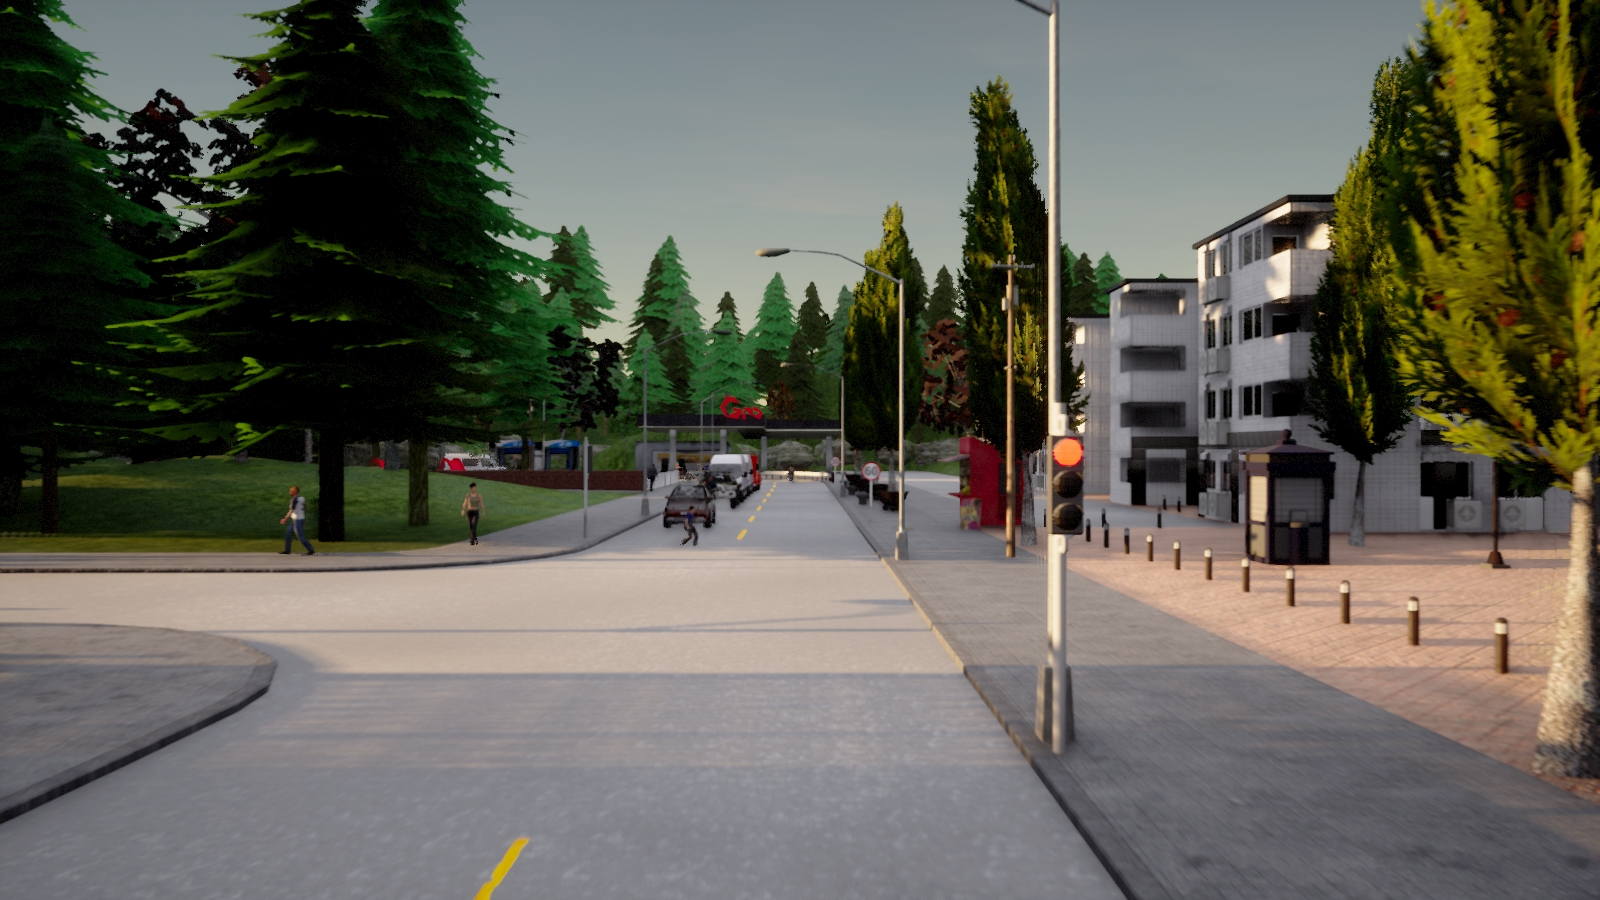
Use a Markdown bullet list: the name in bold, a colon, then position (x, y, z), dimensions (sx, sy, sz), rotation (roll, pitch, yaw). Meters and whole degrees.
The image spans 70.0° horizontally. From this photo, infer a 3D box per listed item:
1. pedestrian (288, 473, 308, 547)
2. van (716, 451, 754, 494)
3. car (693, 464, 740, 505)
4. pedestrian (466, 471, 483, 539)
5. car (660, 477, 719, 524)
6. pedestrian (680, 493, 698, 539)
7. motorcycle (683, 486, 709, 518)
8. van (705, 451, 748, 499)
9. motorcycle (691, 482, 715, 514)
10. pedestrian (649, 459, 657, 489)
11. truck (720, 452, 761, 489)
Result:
- **pedestrian**: position (-12.739, 1.524, 28.998), dimensions (0.375, 1.860, 0.375), rotation (0, 0, -8)
- **van**: position (-3.980, 1.315, 70.632), dimensions (1.988, 2.561, 5.915), rotation (0, 0, 0)
- **car**: position (-4.047, 1.644, 55.871), dimensions (1.932, 1.855, 4.605), rotation (0, 0, 0)
- **pedestrian**: position (-9.065, 1.526, 31.817), dimensions (0.375, 1.860, 0.375), rotation (0, 0, -3)
- **car**: position (-4.001, 1.806, 41.759), dimensions (1.789, 1.549, 3.705), rotation (0, 0, 0)
- **pedestrian**: position (-3.220, 1.909, 33.088), dimensions (0.375, 1.300, 0.375), rotation (0, 0, 23)
- **motorcycle**: position (-4.019, 1.992, 44.247), dimensions (0.803, 1.145, 2.033), rotation (0, 0, 0)
- **van**: position (-3.993, 1.315, 62.938), dimensions (1.988, 2.561, 5.915), rotation (0, 0, 0)
- **motorcycle**: position (-3.989, 1.962, 47.038), dimensions (0.856, 1.236, 1.805), rotation (0, 0, 0)
- **pedestrian**: position (-9.374, 1.525, 72.654), dimensions (0.375, 1.860, 0.375), rotation (0, 0, 18)
- **truck**: position (-4.016, 1.348, 78.036), dimensions (2.627, 2.467, 5.204), rotation (0, 0, -1)
